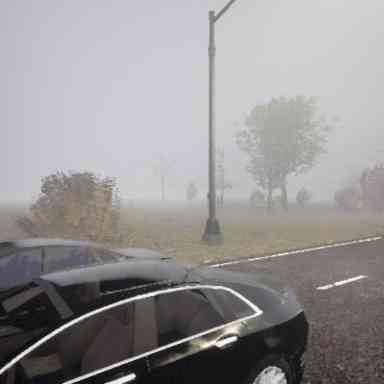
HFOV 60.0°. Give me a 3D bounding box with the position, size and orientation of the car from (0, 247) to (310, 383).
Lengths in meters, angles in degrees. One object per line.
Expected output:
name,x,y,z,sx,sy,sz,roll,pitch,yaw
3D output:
car,-0.954,1.502,2.996,4.892,1.490,1.837,0,0,-35

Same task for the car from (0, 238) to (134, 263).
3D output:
car,-2.807,1.544,5.671,5.357,1.411,2.033,0,0,-35
